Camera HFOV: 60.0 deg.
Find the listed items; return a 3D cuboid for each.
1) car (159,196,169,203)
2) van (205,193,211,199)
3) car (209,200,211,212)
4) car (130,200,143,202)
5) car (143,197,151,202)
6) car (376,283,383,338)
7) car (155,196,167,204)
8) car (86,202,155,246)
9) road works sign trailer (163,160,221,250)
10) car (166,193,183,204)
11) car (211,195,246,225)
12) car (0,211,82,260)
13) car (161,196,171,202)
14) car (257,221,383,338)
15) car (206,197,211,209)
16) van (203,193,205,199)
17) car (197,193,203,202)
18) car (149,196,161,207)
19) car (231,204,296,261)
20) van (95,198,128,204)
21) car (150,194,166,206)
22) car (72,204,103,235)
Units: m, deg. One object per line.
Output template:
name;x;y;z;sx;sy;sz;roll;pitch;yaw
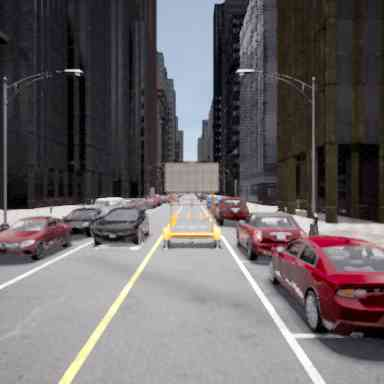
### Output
car;-5.765;1.514;68.436;1.802;1.307;4.206;0;0;0
van;2.761;1.297;40.362;1.690;1.788;3.998;0;0;0
car;2.762;1.533;29.125;1.947;1.339;4.313;0;0;0
car;-5.764;1.512;29.107;1.887;1.381;4.507;0;0;0
car;-5.764;1.527;34.726;1.947;1.339;4.313;0;0;0
car;2.763;1.565;1.031;1.947;1.339;4.313;0;0;0
car;-5.765;1.481;62.818;1.887;1.381;4.507;0;0;0
car;-3.101;1.460;15.498;1.882;1.535;5.008;0;0;0
road works sign trailer;0.000;0.448;14.327;2.380;3.560;2.880;0;0;0
car;-3.002;1.287;57.175;2.033;1.411;5.357;0;0;0
car;2.762;1.288;23.505;2.192;1.841;5.009;0;0;0
car;-5.763;1.568;12.252;1.802;1.307;4.206;0;0;0
car;-5.766;1.510;74.055;1.802;1.307;4.206;0;0;0
car;2.762;1.537;6.649;1.887;1.381;4.507;0;0;0
car;2.761;1.512;34.743;2.008;1.369;4.403;0;0;0
van;2.761;1.292;45.980;1.690;1.788;3.998;0;0;0
car;2.759;1.244;74.074;2.192;1.841;5.009;0;0;0
car;-5.764;1.532;45.963;1.802;1.307;4.206;0;0;0
car;2.762;1.426;12.268;1.967;1.590;4.097;0;0;0
van;-5.763;1.314;23.489;1.690;1.788;3.998;0;0;0
car;-5.765;1.261;51.581;2.192;1.841;5.009;0;0;0
car;-5.763;1.545;17.871;1.947;1.339;4.313;0;0;0
